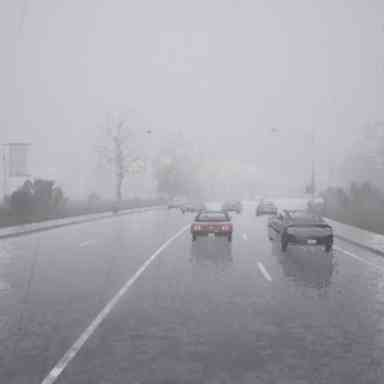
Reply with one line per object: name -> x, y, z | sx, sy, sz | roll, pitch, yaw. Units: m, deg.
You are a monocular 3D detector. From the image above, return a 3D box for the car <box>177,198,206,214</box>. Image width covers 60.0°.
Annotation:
car -> 0.269, 1.534, 33.977 | 1.994, 1.385, 4.181 | 0, 0, 13

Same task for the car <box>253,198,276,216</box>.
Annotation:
car -> 7.243, 1.558, 32.236 | 1.994, 1.385, 4.181 | 0, 0, 12

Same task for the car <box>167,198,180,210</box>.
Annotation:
car -> -1.587, 1.462, 40.980 | 1.837, 1.490, 4.892 | 0, 0, 15

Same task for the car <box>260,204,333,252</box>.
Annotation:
car -> 4.329, 1.490, 13.866 | 2.128, 1.511, 4.902 | 0, 0, 5

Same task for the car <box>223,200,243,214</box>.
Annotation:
car -> 4.340, 1.530, 35.339 | 2.033, 1.411, 5.357 | 0, 0, 14

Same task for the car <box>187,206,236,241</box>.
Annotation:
car -> 1.085, 1.590, 16.657 | 1.895, 1.301, 4.718 | 0, 0, 6

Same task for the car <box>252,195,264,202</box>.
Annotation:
car -> 14.440, 1.475, 71.856 | 1.812, 1.442, 4.674 | 0, 0, 28
